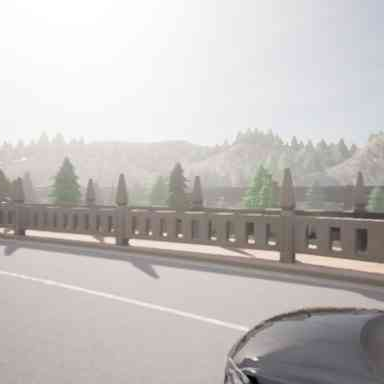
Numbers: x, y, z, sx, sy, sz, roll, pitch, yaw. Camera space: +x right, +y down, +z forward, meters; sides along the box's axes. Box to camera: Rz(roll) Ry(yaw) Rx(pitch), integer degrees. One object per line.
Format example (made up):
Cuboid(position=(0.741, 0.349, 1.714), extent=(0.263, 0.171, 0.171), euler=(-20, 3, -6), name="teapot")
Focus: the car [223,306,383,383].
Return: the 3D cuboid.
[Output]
Cuboid(position=(2.486, 1.479, 2.028), extent=(4.902, 1.511, 2.128), euler=(0, 0, 36), name="car")
